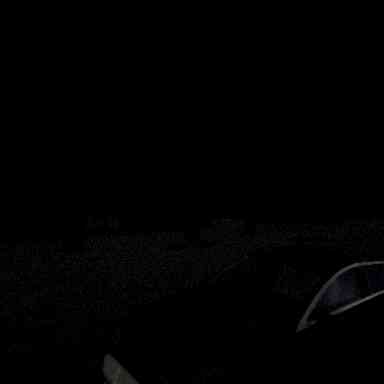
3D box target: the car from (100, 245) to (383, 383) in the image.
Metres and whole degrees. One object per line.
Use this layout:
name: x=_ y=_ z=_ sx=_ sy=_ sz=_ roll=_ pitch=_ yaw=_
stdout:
car: x=1.331 y=1.506 z=4.208 sx=4.902 sy=1.511 sz=2.128 roll=0 pitch=0 yaw=-36
